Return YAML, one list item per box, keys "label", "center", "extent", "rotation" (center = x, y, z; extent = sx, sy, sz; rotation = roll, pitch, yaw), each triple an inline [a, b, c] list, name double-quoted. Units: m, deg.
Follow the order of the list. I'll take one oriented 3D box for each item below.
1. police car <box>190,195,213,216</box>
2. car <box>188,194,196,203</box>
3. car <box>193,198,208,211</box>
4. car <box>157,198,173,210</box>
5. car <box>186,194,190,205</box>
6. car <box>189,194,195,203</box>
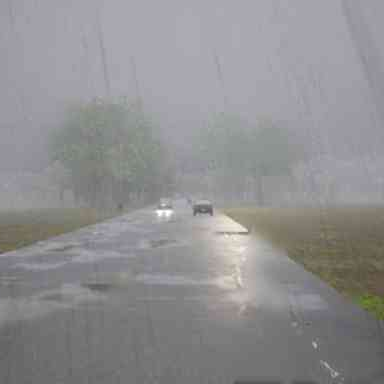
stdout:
- label: "police car"
  center: [1.047, 1.445, 33.041]
  extent: [1.930, 1.638, 5.238]
  rotation: [0, 0, 0]
- label: "car"
  center: [-0.007, 1.603, 84.375]
  extent: [2.150, 2.045, 5.566]
  rotation: [0, -1, 0]
- label: "car"
  center: [1.046, 1.561, 42.931]
  extent: [1.837, 1.490, 4.892]
  rotation: [0, 0, 0]
- label: "car"
  center: [-3.589, 1.554, 44.426]
  extent: [2.128, 1.511, 4.902]
  rotation: [0, 0, 0]
- label: "car"
  center: [-0.006, 1.595, 66.045]
  extent: [2.097, 1.767, 4.553]
  rotation: [0, -1, 0]
- label: "car"
  center: [1.045, 1.436, 48.905]
  extent: [2.097, 1.767, 4.553]
  rotation: [0, 0, 0]
